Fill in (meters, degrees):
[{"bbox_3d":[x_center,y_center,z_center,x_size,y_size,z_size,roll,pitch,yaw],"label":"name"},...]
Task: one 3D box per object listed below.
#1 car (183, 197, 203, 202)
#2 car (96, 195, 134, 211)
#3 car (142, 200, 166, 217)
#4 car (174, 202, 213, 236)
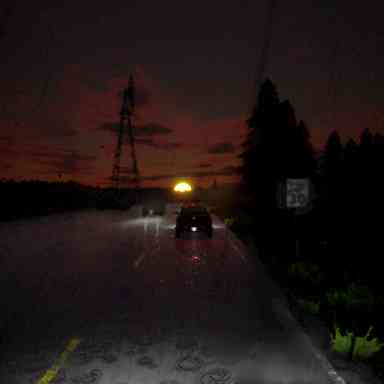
[{"bbox_3d":[0.104,1.373,36.197,2.097,1.767,4.553,0,0,0],"label":"car"},{"bbox_3d":[-9.539,1.507,40.379,3.988,1.617,1.851,0,0,-1],"label":"car"},{"bbox_3d":[-3.525,1.511,31.311,2.128,1.511,4.902,0,0,1],"label":"car"},{"bbox_3d":[0.102,1.516,18.383,1.837,1.490,4.892,0,0,0],"label":"car"}]
